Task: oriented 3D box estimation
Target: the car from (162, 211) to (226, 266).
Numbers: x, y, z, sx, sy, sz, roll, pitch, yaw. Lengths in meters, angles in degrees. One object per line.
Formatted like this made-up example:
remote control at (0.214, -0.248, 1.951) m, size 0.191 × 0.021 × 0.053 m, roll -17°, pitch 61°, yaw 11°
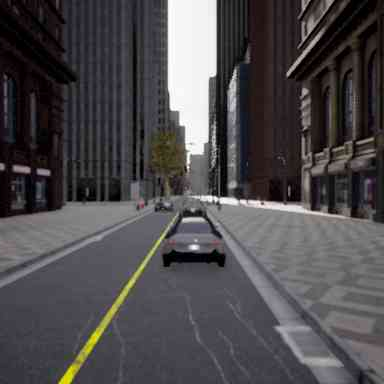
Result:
car at (0.075, 1.560, 11.552) m, size 1.994 × 1.385 × 4.181 m, roll 0°, pitch 0°, yaw 0°

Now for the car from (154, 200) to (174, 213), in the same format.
car at (-3.059, 1.560, 37.354) m, size 1.994 × 1.385 × 4.181 m, roll 0°, pitch 0°, yaw 0°

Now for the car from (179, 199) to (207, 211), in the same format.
car at (0.077, 1.345, 26.236) m, size 2.097 × 1.767 × 4.553 m, roll 0°, pitch 0°, yaw 0°
